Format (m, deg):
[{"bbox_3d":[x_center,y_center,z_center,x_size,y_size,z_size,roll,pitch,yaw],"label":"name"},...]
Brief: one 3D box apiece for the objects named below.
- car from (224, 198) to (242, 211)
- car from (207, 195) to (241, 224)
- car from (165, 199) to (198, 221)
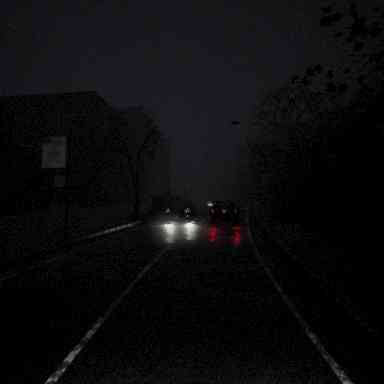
[{"bbox_3d":[5.245,1.589,42.348,2.033,1.411,5.357,-1,0,9],"label":"car"},{"bbox_3d":[2.536,1.370,25.067,2.097,1.767,4.553,-1,0,8],"label":"car"},{"bbox_3d":[-0.829,1.422,27.729,2.097,1.767,4.553,-1,0,9],"label":"car"}]
